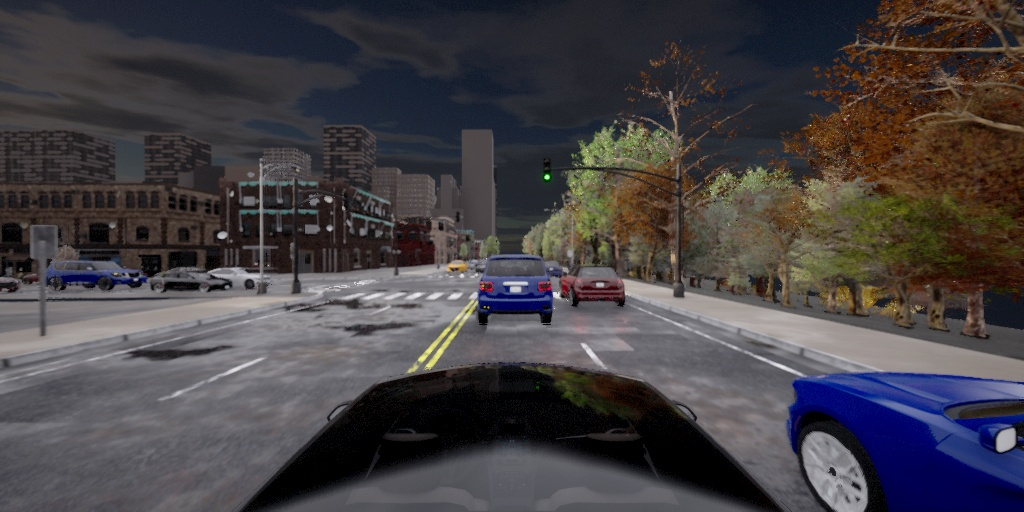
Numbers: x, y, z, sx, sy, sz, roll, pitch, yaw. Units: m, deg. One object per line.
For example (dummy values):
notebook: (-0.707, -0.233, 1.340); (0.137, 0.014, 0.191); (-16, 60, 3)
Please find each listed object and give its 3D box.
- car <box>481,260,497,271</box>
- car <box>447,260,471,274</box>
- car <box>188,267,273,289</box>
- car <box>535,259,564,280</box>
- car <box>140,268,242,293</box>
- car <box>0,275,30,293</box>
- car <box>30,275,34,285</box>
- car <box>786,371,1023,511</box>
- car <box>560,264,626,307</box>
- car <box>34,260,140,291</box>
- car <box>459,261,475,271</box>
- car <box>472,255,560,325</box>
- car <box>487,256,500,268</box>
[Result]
car: (-3.316, 1.359, 53.597); (2.033, 1.411, 5.357); (0, 0, 0)
car: (-6.589, 1.279, 43.459); (1.882, 1.535, 5.008); (0, 0, 0)
car: (-19.370, 1.524, 25.121); (4.674, 1.442, 1.812); (-1, 0, -1)
car: (3.348, 1.141, 32.842); (2.097, 1.767, 4.553); (0, 0, 0)
car: (-19.948, 1.594, 22.409); (4.313, 1.339, 1.948); (0, 0, 0)
car: (-33.825, 1.626, 22.546); (4.097, 1.591, 1.967); (0, 0, 0)
car: (-39.352, 1.759, 30.934); (4.207, 1.307, 1.802); (0, 0, 0)
car: (3.352, 1.227, 1.114); (1.882, 1.535, 5.008); (0, 0, 0)
car: (3.348, 1.121, 15.741); (2.097, 1.767, 4.553); (0, 0, 0)
car: (-29.105, 1.332, 25.123); (5.566, 2.045, 2.150); (-1, 0, 0)
car: (-6.549, 1.412, 52.757); (1.895, 1.301, 4.718); (0, 0, -1)
car: (0.067, 0.984, 12.094); (2.150, 2.045, 5.566); (0, 0, -1)
car: (-3.256, 1.045, 64.309); (2.150, 2.045, 5.566); (0, 0, 0)
